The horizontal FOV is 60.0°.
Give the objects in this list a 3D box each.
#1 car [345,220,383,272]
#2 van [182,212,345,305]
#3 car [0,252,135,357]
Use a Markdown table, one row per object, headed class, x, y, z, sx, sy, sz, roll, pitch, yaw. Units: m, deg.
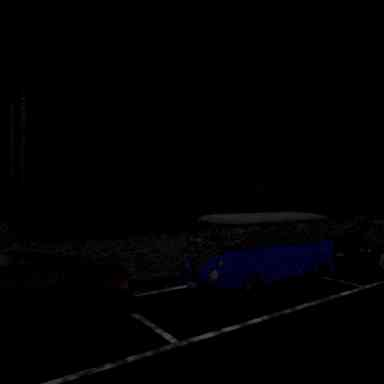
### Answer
| class | x | y | z | sx | sy | sz | roll | pitch | yaw |
| --- | --- | --- | --- | --- | --- | --- | --- | --- | --- |
| car | 6.277 | 1.652 | 11.236 | 4.507 | 1.381 | 1.887 | 1 | 0 | -36 |
| van | 1.701 | 1.396 | 7.969 | 3.998 | 1.788 | 1.690 | 1 | 0 | -36 |
| car | -2.880 | 1.584 | 4.703 | 4.206 | 1.307 | 1.802 | 1 | 0 | -36 |
